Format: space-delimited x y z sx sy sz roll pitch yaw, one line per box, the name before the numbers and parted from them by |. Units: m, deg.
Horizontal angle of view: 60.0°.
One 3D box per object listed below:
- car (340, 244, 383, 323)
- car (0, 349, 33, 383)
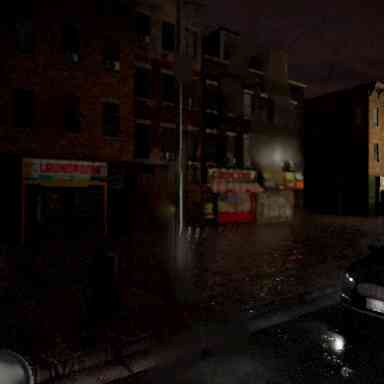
car | 4.867 1.493 6.543 4.902 1.511 2.128 0 0 -35
car | -2.915 1.526 0.978 4.674 1.442 1.812 0 0 -36
